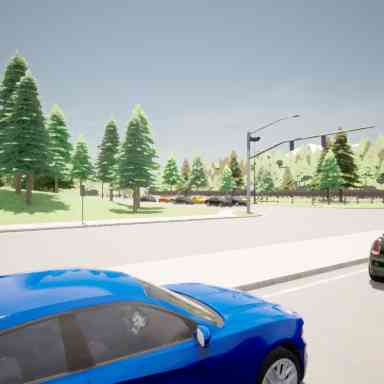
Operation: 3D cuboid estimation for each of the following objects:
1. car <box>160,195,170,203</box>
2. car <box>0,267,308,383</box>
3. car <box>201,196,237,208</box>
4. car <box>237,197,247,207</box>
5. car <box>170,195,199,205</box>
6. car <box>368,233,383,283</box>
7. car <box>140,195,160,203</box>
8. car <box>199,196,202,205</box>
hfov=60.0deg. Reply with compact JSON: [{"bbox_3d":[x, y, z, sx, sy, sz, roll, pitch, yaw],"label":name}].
[{"bbox_3d":[-5.199,1.352,69.378,2.097,1.767,4.553,0,0,-35],"label":"car"},{"bbox_3d":[-0.996,1.478,3.037,5.008,1.535,1.882,0,0,-35],"label":"car"},{"bbox_3d":[4.014,1.478,49.916,1.882,1.535,5.008,0,0,-35],"label":"car"},{"bbox_3d":[6.634,1.478,52.280,1.882,1.535,5.008,0,0,-35],"label":"car"},{"bbox_3d":[-1.371,1.503,57.638,1.837,1.490,4.892,0,0,-35],"label":"car"},{"bbox_3d":[6.500,1.352,8.408,4.553,1.767,2.097,0,0,-35],"label":"car"},{"bbox_3d":[-9.075,1.501,68.814,1.837,1.490,4.892,0,0,-35],"label":"car"},{"bbox_3d":[1.163,1.478,60.136,1.882,1.535,5.008,0,0,-35],"label":"car"}]
